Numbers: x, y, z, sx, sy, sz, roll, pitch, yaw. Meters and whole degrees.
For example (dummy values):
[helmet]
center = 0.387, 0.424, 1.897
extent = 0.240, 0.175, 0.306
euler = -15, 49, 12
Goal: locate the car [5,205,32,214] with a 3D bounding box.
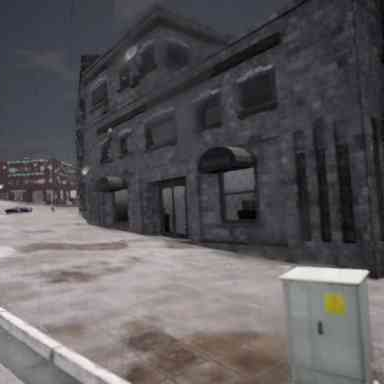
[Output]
[car]
center = -27.313, 2.784, 52.357
extent = 1.895, 1.301, 4.718
euler = -3, -1, 1
